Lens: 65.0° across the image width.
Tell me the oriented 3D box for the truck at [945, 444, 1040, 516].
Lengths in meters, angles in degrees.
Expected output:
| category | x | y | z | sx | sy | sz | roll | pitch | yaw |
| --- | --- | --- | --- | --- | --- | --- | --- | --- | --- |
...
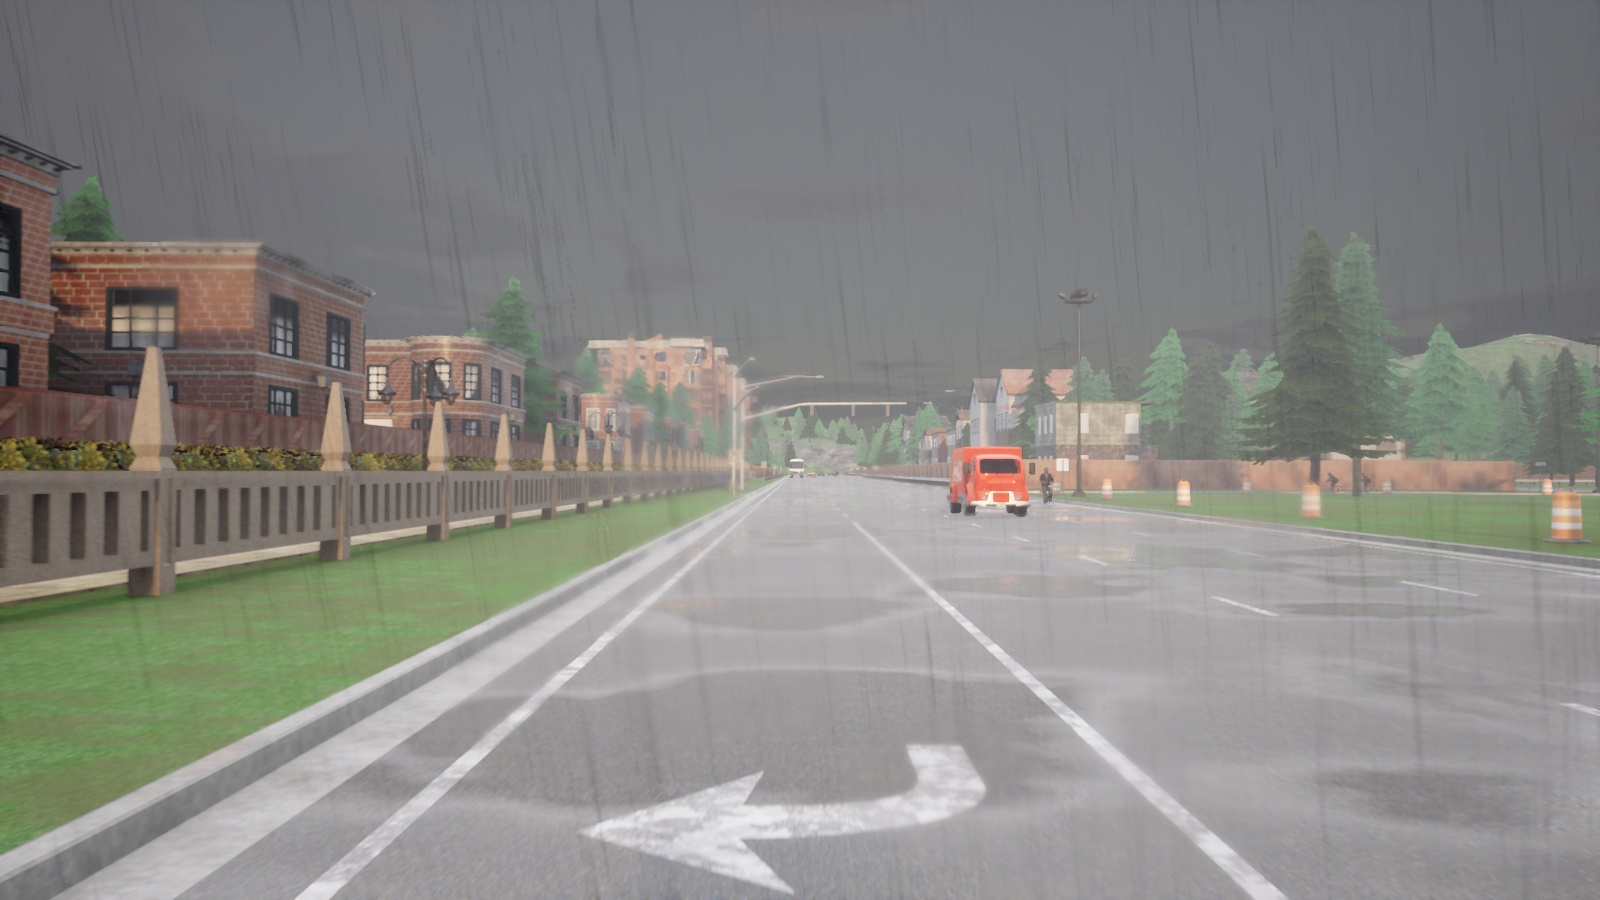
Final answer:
| category | x | y | z | sx | sy | sz | roll | pitch | yaw |
| --- | --- | --- | --- | --- | --- | --- | --- | --- | --- |
| truck | 6.889 | 1.063 | 45.541 | 2.627 | 2.467 | 5.204 | 0 | -1 | 0 |
